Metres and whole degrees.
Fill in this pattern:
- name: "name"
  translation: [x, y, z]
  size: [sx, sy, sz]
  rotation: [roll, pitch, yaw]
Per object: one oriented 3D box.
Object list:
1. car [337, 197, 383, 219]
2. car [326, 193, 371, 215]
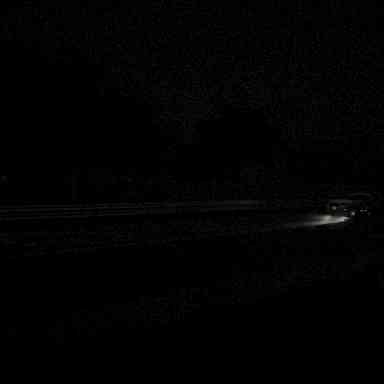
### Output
- name: "car"
  translation: [14.454, 1.413, 27.138]
  size: [4.902, 1.511, 2.128]
  rotation: [0, 0, -35]
- name: "car"
  translation: [15.272, 1.139, 31.984]
  size: [5.566, 2.045, 2.150]
  rotation: [0, 0, -35]
